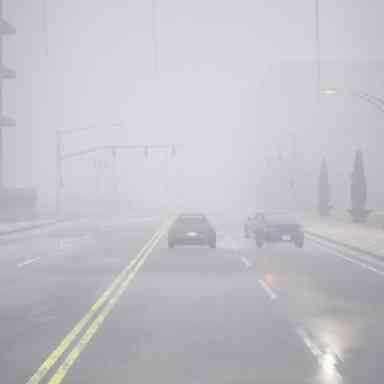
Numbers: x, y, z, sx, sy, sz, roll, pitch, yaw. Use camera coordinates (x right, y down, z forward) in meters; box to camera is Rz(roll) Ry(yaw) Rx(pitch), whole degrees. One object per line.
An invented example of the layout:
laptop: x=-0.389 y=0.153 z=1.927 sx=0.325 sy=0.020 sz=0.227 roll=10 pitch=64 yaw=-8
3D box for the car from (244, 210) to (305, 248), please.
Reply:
car: x=3.500 y=1.531 z=14.650 sx=1.812 sy=1.442 sz=4.674 roll=0 pitch=0 yaw=0

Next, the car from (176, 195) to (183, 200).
car: x=-3.500 y=1.473 z=91.154 sx=1.882 sy=1.535 sz=5.008 roll=0 pitch=0 yaw=0

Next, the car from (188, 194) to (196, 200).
car: x=0.000 y=1.448 z=86.279 sx=1.812 sy=1.442 sz=4.674 roll=0 pitch=0 yaw=0

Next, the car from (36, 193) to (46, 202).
car: x=-32.532 y=1.393 z=68.766 sx=1.970 sy=1.475 sz=3.806 roll=0 pitch=0 yaw=0

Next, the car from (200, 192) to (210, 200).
car: x=3.500 y=1.139 z=86.026 sx=2.150 sy=2.045 sz=5.566 roll=0 pitch=0 yaw=0

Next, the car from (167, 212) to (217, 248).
car: x=0.000 y=1.570 z=14.650 sx=1.994 sy=1.385 sz=4.181 roll=0 pitch=0 yaw=0

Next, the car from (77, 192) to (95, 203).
car: x=-26.710 y=1.393 z=83.848 sx=1.970 sy=1.475 sz=3.806 roll=0 pitch=0 yaw=0
